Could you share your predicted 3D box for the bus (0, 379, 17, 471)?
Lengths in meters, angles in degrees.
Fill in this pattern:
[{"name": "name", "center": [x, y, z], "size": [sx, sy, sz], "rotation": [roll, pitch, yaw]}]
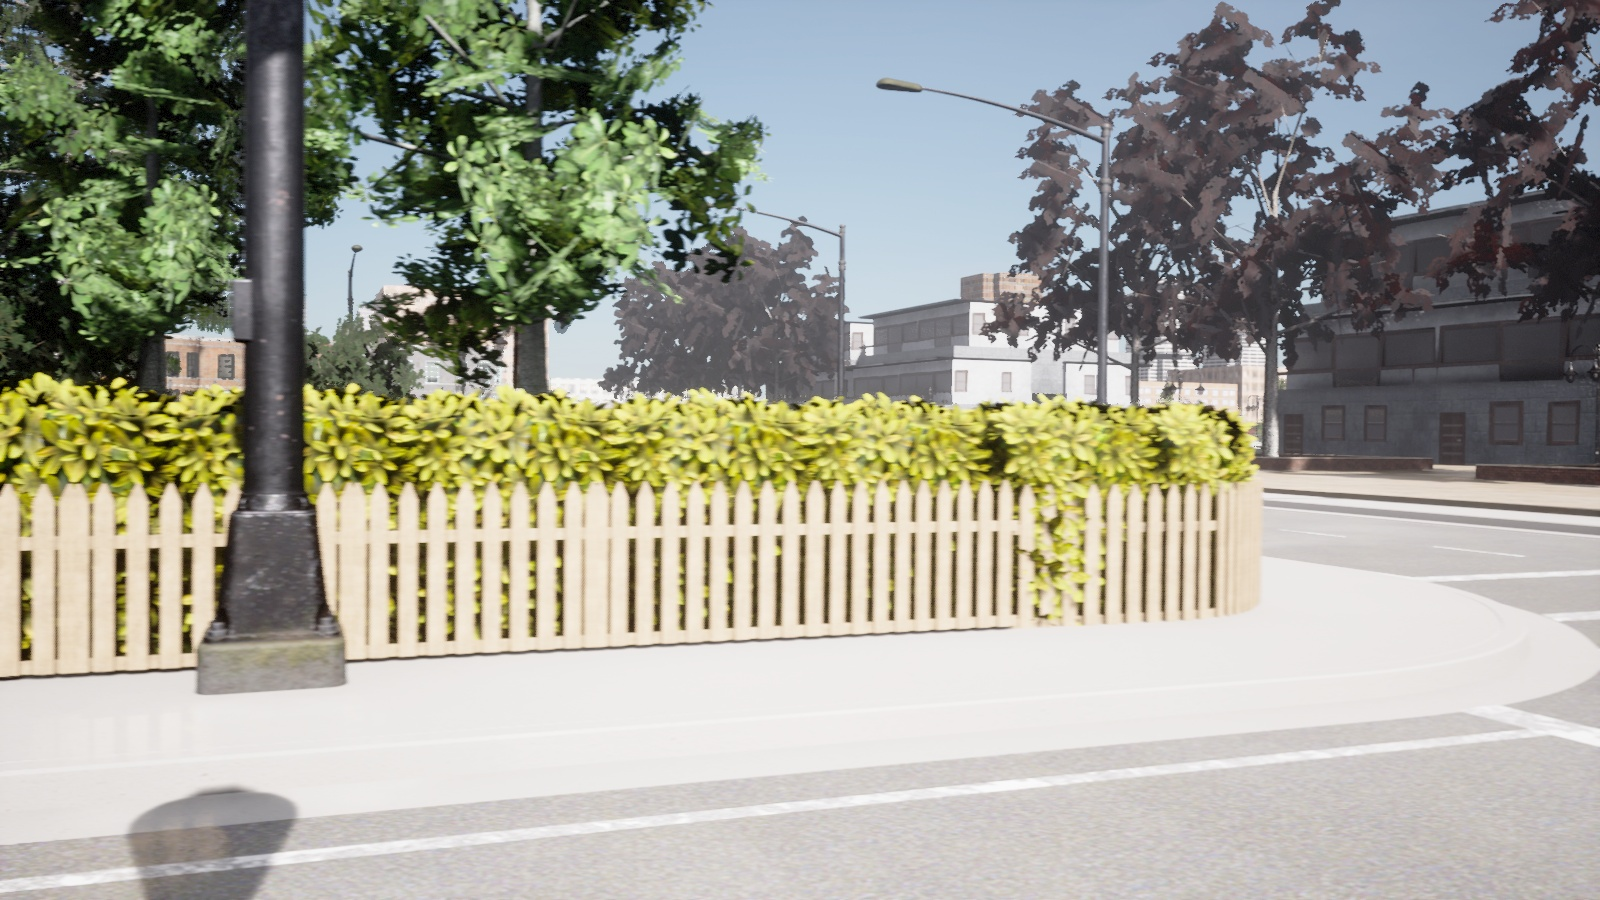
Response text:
[{"name": "bus", "center": [-42.356, -1.054, 57.623], "size": [10.273, 4.253, 3.944], "rotation": [-2, 1, -21]}]
